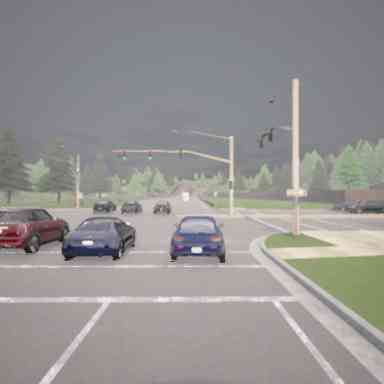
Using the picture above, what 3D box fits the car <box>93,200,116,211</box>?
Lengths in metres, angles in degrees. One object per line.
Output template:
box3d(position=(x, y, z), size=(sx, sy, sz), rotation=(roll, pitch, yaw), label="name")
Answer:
box3d(position=(-10.410, 1.735, 40.068), size=(1.882, 1.535, 5.008), rotation=(0, 0, 0), label="car")

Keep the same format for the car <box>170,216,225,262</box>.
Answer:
box3d(position=(0.253, 1.606, 12.423), size=(1.812, 1.442, 4.674), rotation=(0, 0, 3), label="car")

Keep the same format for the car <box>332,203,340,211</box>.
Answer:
box3d(position=(20.930, 1.768, 43.541), size=(4.902, 1.511, 2.128), rotation=(0, 0, 1), label="car")

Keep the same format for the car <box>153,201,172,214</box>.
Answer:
box3d(position=(-3.424, 1.780, 39.535), size=(1.812, 1.442, 4.674), rotation=(0, 0, 0), label="car")

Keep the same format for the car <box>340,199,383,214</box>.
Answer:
box3d(position=(19.319, 1.588, 36.564), size=(4.553, 1.767, 2.097), rotation=(0, 0, 1), label="car")

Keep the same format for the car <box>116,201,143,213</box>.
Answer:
box3d(position=(-6.911, 1.739, 38.486), size=(2.128, 1.511, 4.902), rotation=(0, 0, 0), label="car")

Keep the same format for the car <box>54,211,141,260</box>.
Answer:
box3d(position=(-3.407, 1.647, 12.871), size=(1.994, 1.385, 4.181), rotation=(0, 0, 0), label="car")

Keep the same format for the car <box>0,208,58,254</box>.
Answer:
box3d(position=(-6.906, 1.442, 14.027), size=(2.097, 1.767, 4.553), rotation=(0, 0, 0), label="car")
